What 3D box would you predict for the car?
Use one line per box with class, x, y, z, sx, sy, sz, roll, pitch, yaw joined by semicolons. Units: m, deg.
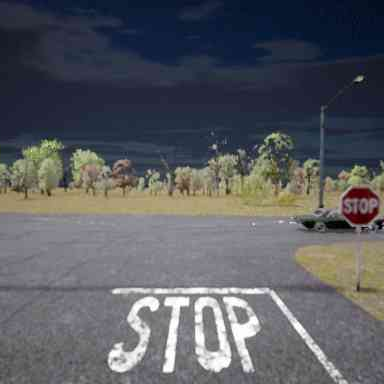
car;8.504;1.666;19.378;4.718;1.301;1.895;1;1;0
